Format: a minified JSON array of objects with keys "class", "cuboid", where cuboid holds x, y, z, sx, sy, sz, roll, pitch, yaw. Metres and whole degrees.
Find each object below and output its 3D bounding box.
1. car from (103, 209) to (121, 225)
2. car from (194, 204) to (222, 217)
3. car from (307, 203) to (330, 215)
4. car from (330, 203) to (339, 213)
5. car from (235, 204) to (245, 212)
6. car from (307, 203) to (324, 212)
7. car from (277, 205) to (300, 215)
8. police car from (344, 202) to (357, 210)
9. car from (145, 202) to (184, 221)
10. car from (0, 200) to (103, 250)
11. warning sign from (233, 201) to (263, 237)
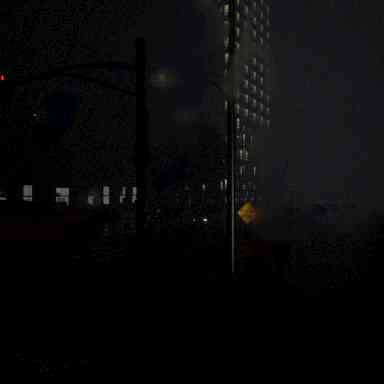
[{"class":"car","cuboid":[-7.692,1.921,25.228,1.895,1.301,4.718,0,-1,33]},{"class":"car","cuboid":[2.078,2.169,40.421,1.812,1.442,4.674,0,-1,33]},{"class":"car","cuboid":[16.985,2.376,45.225,1.837,1.490,4.892,0,-1,33]},{"class":"car","cuboid":[22.513,2.529,53.841,1.882,1.535,5.008,0,-1,33]},{"class":"car","cuboid":[7.506,2.386,48.798,1.994,1.385,4.181,0,-1,34]},{"class":"car","cuboid":[21.968,2.719,58.997,1.895,1.301,4.718,0,-1,33]},{"class":"car","cuboid":[13.220,2.434,45.377,1.895,1.301,4.718,0,-1,33]},{"class":"police car","cuboid":[31.471,2.738,65.848,1.930,1.638,5.238,0,-1,33]},{"class":"car","cuboid":[-2.778,1.835,32.872,2.097,1.767,4.553,0,-1,33]},{"class":"car","cuboid":[-7.076,1.392,14.376,5.566,2.045,2.150,1,0,-39]},{"class":"warning sign","cuboid":[3.127,1.454,18.539,1.300,1.860,1.060,1,1,33]}]
